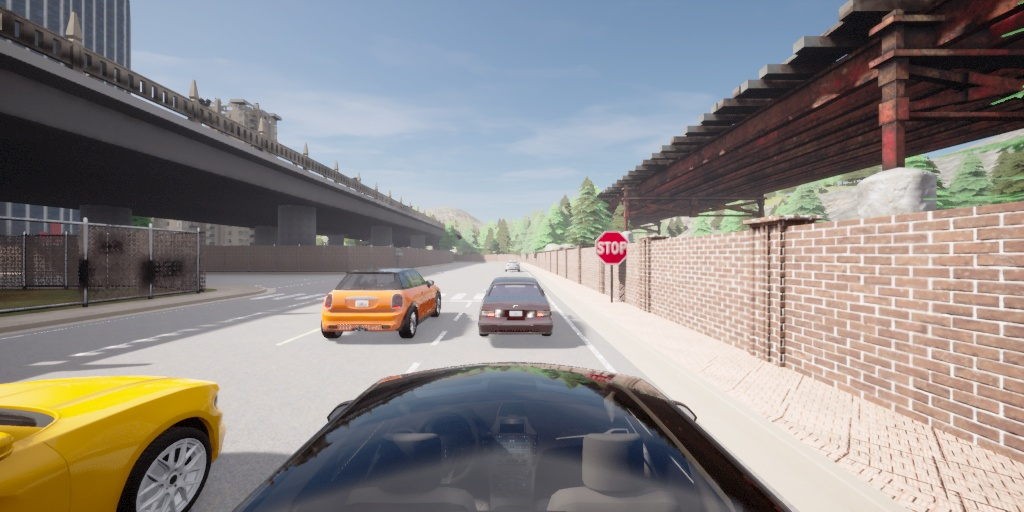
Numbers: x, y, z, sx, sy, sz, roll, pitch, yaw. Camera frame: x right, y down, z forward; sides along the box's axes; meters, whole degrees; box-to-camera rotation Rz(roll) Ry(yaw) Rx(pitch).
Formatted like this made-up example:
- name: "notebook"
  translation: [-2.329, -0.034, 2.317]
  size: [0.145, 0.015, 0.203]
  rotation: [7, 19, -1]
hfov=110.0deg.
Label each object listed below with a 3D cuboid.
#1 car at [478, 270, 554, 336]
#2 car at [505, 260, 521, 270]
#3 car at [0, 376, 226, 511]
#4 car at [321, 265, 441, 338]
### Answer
- name: "car"
  translation: [0.082, 1.297, 10.304]
  size: [2.033, 1.411, 5.357]
  rotation: [0, 0, 0]
- name: "car"
  translation: [0.083, 1.276, 46.187]
  size: [1.812, 1.442, 4.674]
  rotation: [0, 0, -1]
- name: "car"
  translation: [-3.396, 1.228, 1.025]
  size: [1.882, 1.535, 5.008]
  rotation: [0, 0, 0]
- name: "car"
  translation: [-3.419, 1.102, 10.283]
  size: [2.097, 1.767, 4.553]
  rotation: [0, 0, 0]
